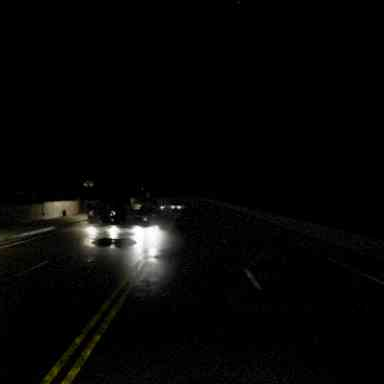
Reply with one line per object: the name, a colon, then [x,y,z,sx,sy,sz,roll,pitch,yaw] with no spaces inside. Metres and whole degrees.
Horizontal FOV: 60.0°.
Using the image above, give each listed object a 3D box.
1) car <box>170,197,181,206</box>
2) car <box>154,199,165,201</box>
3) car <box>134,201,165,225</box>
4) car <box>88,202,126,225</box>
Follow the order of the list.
car: [-3.296,2.151,67.882,1.994,1.385,4.181,0,0,0]
car: [-6.546,2.070,67.455,1.882,1.535,5.008,0,0,0]
car: [-3.364,1.731,26.430,2.128,1.511,4.902,0,-1,0]
car: [-6.613,1.590,26.315,2.097,1.767,4.553,0,-1,0]
